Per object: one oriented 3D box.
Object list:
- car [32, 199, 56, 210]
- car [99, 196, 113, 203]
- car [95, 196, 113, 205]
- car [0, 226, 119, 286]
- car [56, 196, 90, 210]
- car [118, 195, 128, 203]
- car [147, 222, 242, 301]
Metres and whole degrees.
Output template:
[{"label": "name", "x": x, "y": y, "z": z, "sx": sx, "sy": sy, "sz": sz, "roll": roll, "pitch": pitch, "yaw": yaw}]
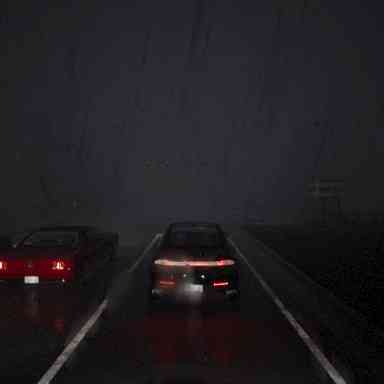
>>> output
[{"label": "car", "x": -18.564, "y": 1.601, "z": 42.592, "sx": 1.895, "sy": 1.301, "sz": 4.718, "roll": 0, "pitch": 0, "yaw": 0}, {"label": "car", "x": -18.441, "y": 1.524, "z": 71.612, "sx": 1.812, "sy": 1.442, "sz": 4.674, "roll": 0, "pitch": 0, "yaw": 0}, {"label": "car", "x": -15.033, "y": 1.564, "z": 56.662, "sx": 1.994, "sy": 1.385, "sz": 4.181, "roll": 0, "pitch": 0, "yaw": 0}, {"label": "car", "x": -3.427, "y": 1.601, "z": 9.379, "sx": 1.895, "sy": 1.301, "sz": 4.718, "roll": 0, "pitch": 0, "yaw": 0}, {"label": "car", "x": -15.064, "y": 1.351, "z": 42.413, "sx": 2.097, "sy": 1.767, "sz": 4.553, "roll": 0, "pitch": 0, "yaw": 0}, {"label": "car", "x": -14.942, "y": 1.500, "z": 71.161, "sx": 1.837, "sy": 1.490, "sz": 4.892, "roll": 0, "pitch": 0, "yaw": 0}, {"label": "car", "x": 0.064, "y": 1.492, "z": 8.291, "sx": 2.128, "sy": 1.511, "sz": 4.902, "roll": 0, "pitch": 0, "yaw": 1}]
